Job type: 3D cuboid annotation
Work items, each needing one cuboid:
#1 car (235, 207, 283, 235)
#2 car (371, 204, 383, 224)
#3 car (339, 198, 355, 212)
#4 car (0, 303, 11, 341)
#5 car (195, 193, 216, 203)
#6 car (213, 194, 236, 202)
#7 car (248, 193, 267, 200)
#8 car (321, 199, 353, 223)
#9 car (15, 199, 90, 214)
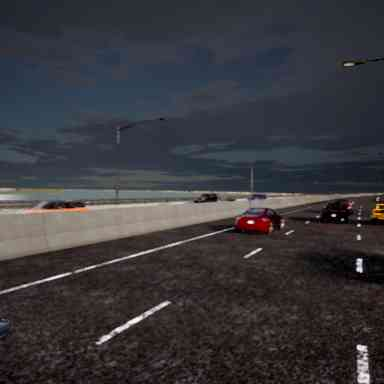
[{"bbox_3d":[4.006,1.585,19.420,1.994,1.385,4.181,1,0,26],"label":"car"},{"bbox_3d":[14.796,1.615,25.286,1.882,1.535,5.008,1,0,27],"label":"car"},{"bbox_3d":[17.423,1.500,38.160,2.097,1.767,4.553,1,0,27],"label":"car"},{"bbox_3d":[-4.380,1.490,2.561,2.033,1.411,5.357,1,0,26],"label":"car"},{"bbox_3d":[2.534,1.178,55.543,2.150,2.045,5.566,1,0,27],"label":"car"},{"bbox_3d":[5.740,1.486,54.121,2.128,1.511,4.902,1,0,27],"label":"car"},{"bbox_3d":[11.304,1.277,57.227,2.150,2.045,5.566,1,0,28],"label":"car"},{"bbox_3d":[11.546,1.576,26.608,1.882,1.535,5.008,1,0,27],"label":"car"},{"bbox_3d":[-8.019,1.235,19.292,2.097,1.767,4.553,1,0,27],"label":"car"}]
